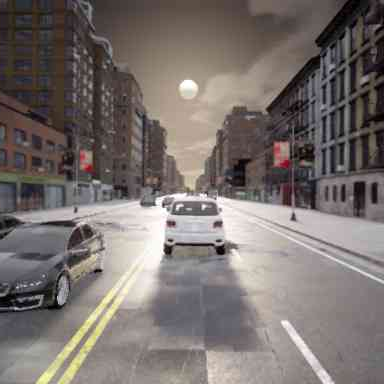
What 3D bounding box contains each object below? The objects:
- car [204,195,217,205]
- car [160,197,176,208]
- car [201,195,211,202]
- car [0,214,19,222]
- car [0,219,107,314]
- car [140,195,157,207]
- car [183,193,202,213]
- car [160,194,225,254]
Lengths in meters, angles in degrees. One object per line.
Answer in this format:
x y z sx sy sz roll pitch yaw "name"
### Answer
3.279 1.374 60.070 2.097 1.767 4.553 0 0 0 "car"
-3.374 1.474 47.885 1.837 1.490 4.892 0 0 0 "car"
3.156 1.540 77.446 2.128 1.511 4.902 0 0 0 "car"
-6.608 1.425 10.086 1.882 1.535 5.008 0 0 0 "car"
-3.355 1.480 7.811 1.837 1.490 4.892 0 0 0 "car"
-6.618 1.293 50.667 2.097 1.767 4.553 0 0 0 "car"
0.058 1.221 39.343 2.150 2.045 5.566 0 0 0 "car"
0.088 1.226 13.652 2.150 2.045 5.566 0 0 0 "car"
